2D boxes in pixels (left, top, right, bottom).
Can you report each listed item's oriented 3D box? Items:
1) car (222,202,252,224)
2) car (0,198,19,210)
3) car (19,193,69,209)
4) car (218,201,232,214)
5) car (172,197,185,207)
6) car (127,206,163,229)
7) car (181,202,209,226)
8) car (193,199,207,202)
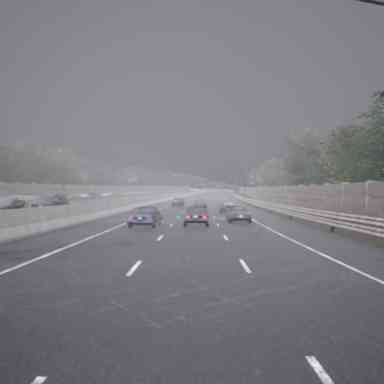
[{"bbox_3d":[3.936,1.887,28.547,1.994,1.385,4.181,1,0,2],"label":"car"},{"bbox_3d":[-17.174,1.354,31.088,1.882,1.535,5.008,1,0,2],"label":"car"},{"bbox_3d":[-13.655,1.171,31.645,2.150,2.045,5.566,1,0,2],"label":"car"},{"bbox_3d":[4.273,1.808,40.106,1.812,1.442,4.674,1,1,2],"label":"car"},{"bbox_3d":[-2.128,1.557,53.111,2.128,1.511,4.902,1,0,3],"label":"car"},{"bbox_3d":[-3.196,1.714,23.304,2.033,1.411,5.357,1,0,1],"label":"car"},{"bbox_3d":[0.361,1.794,25.572,2.033,1.411,5.357,1,0,2],"label":"car"},{"bbox_3d":[1.106,1.736,47.132,1.994,1.385,4.181,1,0,3],"label":"car"}]
